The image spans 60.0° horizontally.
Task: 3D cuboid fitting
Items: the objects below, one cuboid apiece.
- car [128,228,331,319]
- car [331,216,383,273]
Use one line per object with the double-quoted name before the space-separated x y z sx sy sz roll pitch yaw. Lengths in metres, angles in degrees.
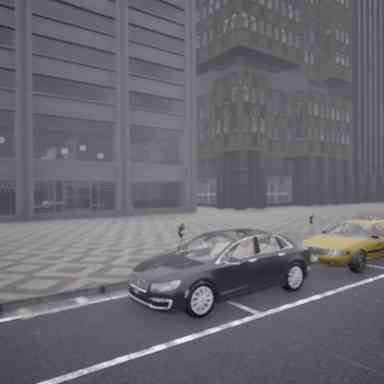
"car" 0.787 1.521 7.229 4.403 1.369 2.008 0 0 -36
"car" 5.231 1.462 10.418 4.829 1.417 1.752 0 0 -36
